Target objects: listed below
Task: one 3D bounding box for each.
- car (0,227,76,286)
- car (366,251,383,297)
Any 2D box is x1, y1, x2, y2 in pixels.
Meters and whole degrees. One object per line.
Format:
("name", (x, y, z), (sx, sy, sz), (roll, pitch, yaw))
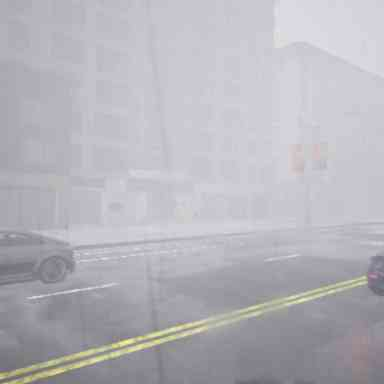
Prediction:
("car", (-5.044, 1.570, 8.071), (4.181, 1.385, 1.994), (1, 0, -35))
("car", (5.771, 1.618, 7.559), (4.674, 1.442, 1.812), (1, 0, -35))
